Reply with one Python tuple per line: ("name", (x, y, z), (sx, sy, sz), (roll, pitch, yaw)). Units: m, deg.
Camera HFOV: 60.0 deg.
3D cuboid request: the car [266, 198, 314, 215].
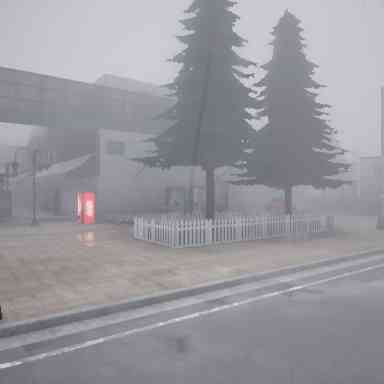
("car", (9.162, 1.336, 31.311), (2.097, 1.767, 4.553), (0, 0, -34))
